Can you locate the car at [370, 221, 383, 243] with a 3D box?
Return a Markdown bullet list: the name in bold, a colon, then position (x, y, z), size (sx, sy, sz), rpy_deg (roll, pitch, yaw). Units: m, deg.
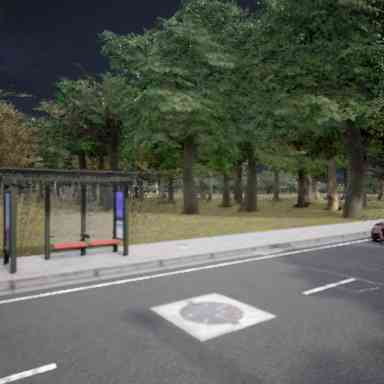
- **car**: position (9.649, 1.528, 14.552), size (4.181, 1.385, 1.994), rpy_deg (0, 0, -35)
